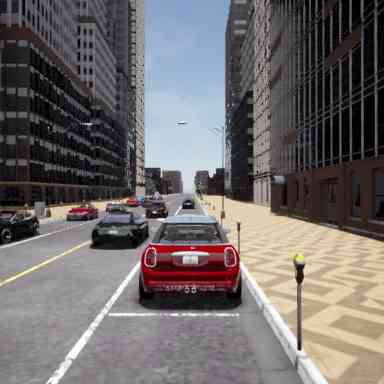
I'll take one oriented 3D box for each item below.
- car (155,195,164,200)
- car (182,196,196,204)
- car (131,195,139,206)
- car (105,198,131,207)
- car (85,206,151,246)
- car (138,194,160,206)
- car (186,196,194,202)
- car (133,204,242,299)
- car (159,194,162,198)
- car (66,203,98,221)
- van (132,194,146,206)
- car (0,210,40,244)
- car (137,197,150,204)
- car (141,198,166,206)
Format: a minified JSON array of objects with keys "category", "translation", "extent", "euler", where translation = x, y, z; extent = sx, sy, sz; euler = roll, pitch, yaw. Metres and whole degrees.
[{"category":"car","translation":[-8.832,1.503,89.799],"extent":[1.947,1.339,4.313],"euler":[0,0,0]},{"category":"car","translation":[-0.452,1.548,44.248],"extent":[1.947,1.339,4.313],"euler":[0,0,0]},{"category":"car","translation":[-8.832,1.523,49.953],"extent":[1.887,1.381,4.507],"euler":[0,0,0]},{"category":"car","translation":[-8.833,1.537,38.569],"extent":[2.008,1.369,4.403],"euler":[0,0,0]},{"category":"car","translation":[-3.142,1.562,15.276],"extent":[1.994,1.385,4.181],"euler":[0,0,0]},{"category":"car","translation":[-6.150,1.492,48.380],"extent":[1.837,1.490,4.892],"euler":[0,0,0]},{"category":"car","translation":[-0.452,1.533,78.399],"extent":[1.802,1.307,4.206],"euler":[0,0,0]},{"category":"car","translation":[-0.032,1.352,8.619],"extent":[2.097,1.767,4.553],"euler":[0,0,0]},{"category":"car","translation":[-8.832,1.391,78.413],"extent":[1.967,1.590,4.097],"euler":[0,0,0]},{"category":"car","translation":[-8.832,1.574,27.183],"extent":[1.802,1.307,4.206],"euler":[0,0,0]},{"category":"van","translation":[-8.831,1.314,55.646],"extent":[1.690,1.788,3.998],"euler":[0,0,0]},{"category":"car","translation":[-8.833,1.563,15.800],"extent":[1.947,1.339,4.313],"euler":[0,0,0]},{"category":"car","translation":[-8.832,1.550,61.338],"extent":[1.802,1.307,4.206],"euler":[0,0,0]},{"category":"car","translation":[-3.140,1.517,30.325],"extent":[1.812,1.442,4.674],"euler":[0,0,0]}]
